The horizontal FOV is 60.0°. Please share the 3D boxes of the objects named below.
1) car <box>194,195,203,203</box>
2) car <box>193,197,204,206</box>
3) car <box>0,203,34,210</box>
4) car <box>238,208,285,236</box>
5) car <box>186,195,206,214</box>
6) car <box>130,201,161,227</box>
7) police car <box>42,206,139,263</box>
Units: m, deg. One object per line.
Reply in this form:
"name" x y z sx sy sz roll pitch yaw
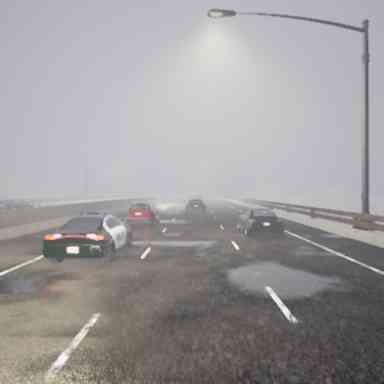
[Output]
"car" 1.420 1.539 74.215 1.837 1.490 4.892 0 0 2
"car" 1.047 1.544 57.046 1.812 1.442 4.674 0 0 1
"car" -13.876 1.540 26.077 2.033 1.411 5.357 0 0 1
"car" 3.725 1.563 18.505 1.994 1.385 4.181 0 0 1
"car" 0.429 1.432 34.976 2.033 1.649 4.856 0 0 1
"car" -3.328 1.428 23.047 2.033 1.649 4.856 0 0 1
"police car" -3.449 1.502 12.080 2.038 1.542 4.974 0 0 0
